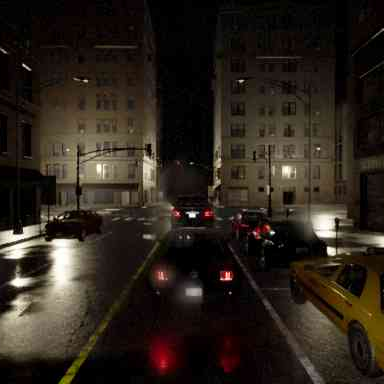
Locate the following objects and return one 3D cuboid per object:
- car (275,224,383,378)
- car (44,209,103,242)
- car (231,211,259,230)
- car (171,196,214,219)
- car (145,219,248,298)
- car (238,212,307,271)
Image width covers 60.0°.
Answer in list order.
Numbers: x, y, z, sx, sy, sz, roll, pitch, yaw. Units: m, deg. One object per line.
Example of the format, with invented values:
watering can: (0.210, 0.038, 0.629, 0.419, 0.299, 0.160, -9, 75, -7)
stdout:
car: (2.868, 1.524, 5.321, 1.752, 1.417, 4.829, -1, 0, 0)
car: (-5.663, 1.539, 16.330, 1.887, 1.381, 4.507, -1, 0, 0)
car: (2.882, 1.577, 16.323, 1.802, 1.307, 4.206, -1, 0, 0)
car: (0.015, 1.216, 18.485, 2.150, 2.045, 5.566, 0, 0, 0)
car: (0.053, 1.598, 8.493, 1.895, 1.301, 4.718, 0, 0, 0)
car: (2.875, 1.563, 10.737, 1.947, 1.339, 4.313, -1, 0, 0)
